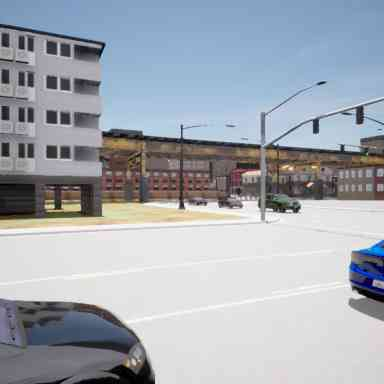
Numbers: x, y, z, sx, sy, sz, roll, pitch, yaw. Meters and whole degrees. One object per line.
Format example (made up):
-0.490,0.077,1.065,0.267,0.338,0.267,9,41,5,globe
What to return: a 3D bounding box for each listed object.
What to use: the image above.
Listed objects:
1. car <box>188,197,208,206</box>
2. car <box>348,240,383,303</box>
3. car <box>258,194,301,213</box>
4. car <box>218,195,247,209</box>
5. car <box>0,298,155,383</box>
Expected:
0.858,1.547,55.887,2.033,1.411,5.357,0,0,-20,car
5.560,1.478,6.910,5.008,1.535,1.882,0,0,-25,car
9.651,1.222,37.283,2.150,2.045,5.566,0,0,-26,car
5.278,1.526,46.437,1.812,1.442,4.674,0,0,-25,car
-2.418,1.564,2.758,4.181,1.385,1.994,0,0,-32,car
